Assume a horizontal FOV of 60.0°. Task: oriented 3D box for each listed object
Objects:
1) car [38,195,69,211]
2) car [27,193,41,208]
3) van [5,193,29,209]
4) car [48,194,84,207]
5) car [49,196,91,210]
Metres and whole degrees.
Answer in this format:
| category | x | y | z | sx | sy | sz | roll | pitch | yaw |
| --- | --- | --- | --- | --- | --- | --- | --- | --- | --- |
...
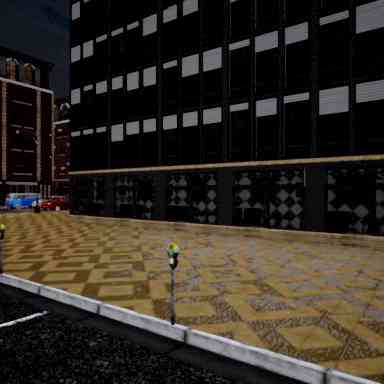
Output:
| category | x | y | z | sx | sy | sz | roll | pitch | yaw |
| --- | --- | --- | --- | --- | --- | --- | --- | --- | --- |
| car | -13.512 | 1.269 | 35.105 | 1.887 | 1.381 | 4.507 | 1 | 1 | 35 |
| car | -16.780 | 1.213 | 39.904 | 1.812 | 1.442 | 4.674 | 0 | 1 | 35 |
| van | -19.988 | 1.050 | 39.590 | 1.690 | 1.788 | 3.998 | 1 | 1 | 35 |
| car | -16.751 | 1.079 | 44.230 | 1.967 | 1.590 | 4.097 | 1 | 1 | 35 |
| car | -14.071 | 1.251 | 38.645 | 1.994 | 1.385 | 4.181 | 0 | 1 | 35 |
